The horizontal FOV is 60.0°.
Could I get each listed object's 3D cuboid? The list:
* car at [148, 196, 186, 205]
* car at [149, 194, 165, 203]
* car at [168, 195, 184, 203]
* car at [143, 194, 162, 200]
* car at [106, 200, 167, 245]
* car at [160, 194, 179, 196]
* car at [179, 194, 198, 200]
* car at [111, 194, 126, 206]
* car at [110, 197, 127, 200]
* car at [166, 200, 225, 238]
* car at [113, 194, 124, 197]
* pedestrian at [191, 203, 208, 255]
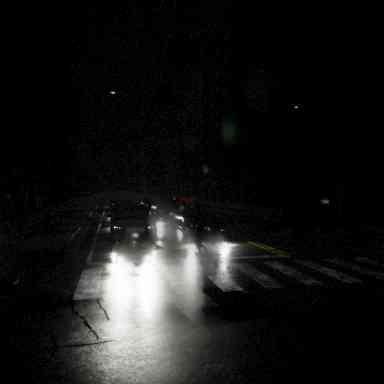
[{"bbox_3d":[-2.064,1.290,25.950,1.837,1.490,4.892,1,0,-14],"label":"car"},{"bbox_3d":[-6.016,1.058,56.406,2.128,1.511,4.902,1,0,-14],"label":"car"},{"bbox_3d":[-2.867,1.200,57.203,1.895,1.301,4.718,1,0,-14],"label":"car"},{"bbox_3d":[-4.517,1.250,36.072,2.033,1.411,5.357,1,0,-14],"label":"car"},{"bbox_3d":[-2.679,1.326,14.708,2.128,1.511,4.902,1,0,-14],"label":"car"},{"bbox_3d":[-3.659,1.198,46.924,2.033,1.411,5.357,1,0,-13],"label":"car"},{"bbox_3d":[-0.495,1.036,47.609,2.097,1.767,4.553,1,0,-13],"label":"car"},{"bbox_3d":[-10.114,1.087,45.595,1.837,1.490,4.892,1,0,-13],"label":"car"},{"bbox_3d":[-4.979,1.308,24.179,2.033,1.411,5.357,1,0,-14],"label":"car"},{"bbox_3d":[0.166,1.362,16.745,1.837,1.490,4.892,1,0,-14],"label":"car"},{"bbox_3d":[-7.409,1.205,34.219,1.812,1.442,4.674,1,0,-13],"label":"car"},{"bbox_3d":[0.249,1.180,11.076,0.375,1.860,0.375,1,0,-14],"label":"pedestrian"}]
